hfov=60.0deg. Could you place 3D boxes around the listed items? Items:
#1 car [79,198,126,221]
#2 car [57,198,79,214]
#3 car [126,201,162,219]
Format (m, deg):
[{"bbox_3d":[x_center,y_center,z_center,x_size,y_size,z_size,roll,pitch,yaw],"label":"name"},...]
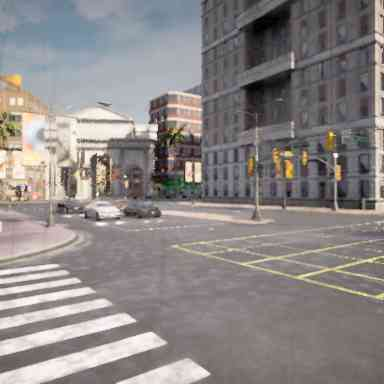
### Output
[{"bbox_3d":[-7.405,1.480,27.265,1.812,1.442,4.674,0,0,-35],"label":"car"},{"bbox_3d":[-12.742,1.458,34.827,1.837,1.490,4.892,0,0,-35],"label":"car"},{"bbox_3d":[-4.332,1.502,28.982,1.994,1.385,4.181,0,0,-35],"label":"car"}]
